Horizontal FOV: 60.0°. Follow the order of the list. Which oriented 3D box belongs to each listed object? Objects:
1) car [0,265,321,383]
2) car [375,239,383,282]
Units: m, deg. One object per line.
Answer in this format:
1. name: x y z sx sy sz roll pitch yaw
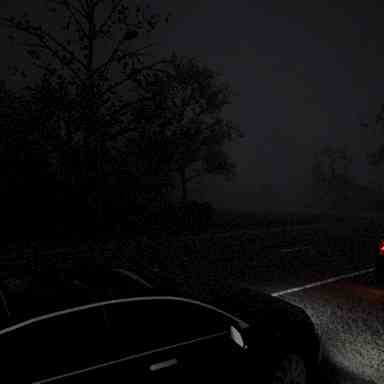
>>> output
1. car: -0.748 1.505 3.177 4.892 1.490 1.837 0 0 -35
2. car: 6.654 1.351 8.363 4.553 1.767 2.097 0 0 -35
